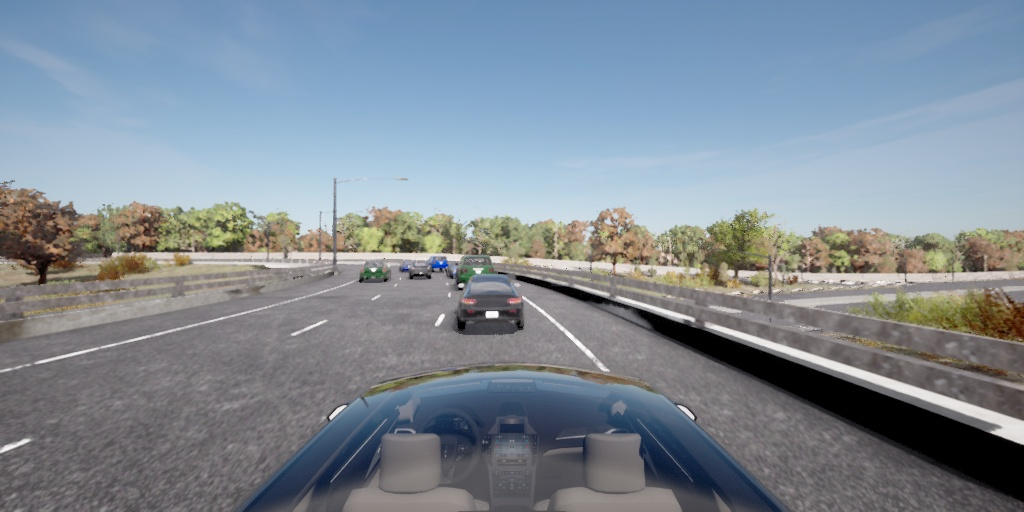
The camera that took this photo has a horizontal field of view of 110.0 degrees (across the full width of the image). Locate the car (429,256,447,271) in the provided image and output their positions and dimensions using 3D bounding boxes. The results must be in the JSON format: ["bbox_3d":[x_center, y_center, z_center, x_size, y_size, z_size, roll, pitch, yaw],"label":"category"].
[{"bbox_3d":[-9.664,0.995,46.018,2.150,2.045,5.566,0,0,-23],"label":"car"}]

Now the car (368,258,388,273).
[{"bbox_3d":[-16.760,1.133,44.766,2.097,1.767,4.553,0,0,-24],"label":"car"}]

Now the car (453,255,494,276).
[{"bbox_3d":[-2.403,0.982,22.776,2.150,2.045,5.566,0,0,-11],"label":"car"}]

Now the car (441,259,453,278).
[{"bbox_3d":[-5.115,1.313,33.798,2.033,1.411,5.357,0,0,-17],"label":"car"}]

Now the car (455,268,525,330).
[{"bbox_3d":[-0.689,1.280,11.117,1.812,1.442,4.674,0,0,-5],"label":"car"}]

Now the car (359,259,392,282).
[{"bbox_3d":[-11.096,1.121,29.371,2.097,1.767,4.553,0,0,-15],"label":"car"}]

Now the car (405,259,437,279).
[{"bbox_3d":[-8.397,1.261,32.630,2.128,1.511,4.902,0,0,-17],"label":"car"}]

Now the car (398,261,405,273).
[{"bbox_3d":[-13.274,1.340,45.555,1.994,1.385,4.181,0,0,-24],"label":"car"}]
